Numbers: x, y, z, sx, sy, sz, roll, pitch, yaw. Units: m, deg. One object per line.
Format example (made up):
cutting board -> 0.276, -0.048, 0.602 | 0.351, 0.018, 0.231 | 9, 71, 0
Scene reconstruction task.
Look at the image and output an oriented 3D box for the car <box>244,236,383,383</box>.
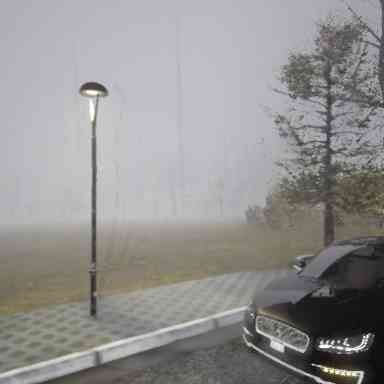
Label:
car -> 2.945, 1.516, 5.164 | 4.892, 1.490, 1.837 | 1, 0, -35
